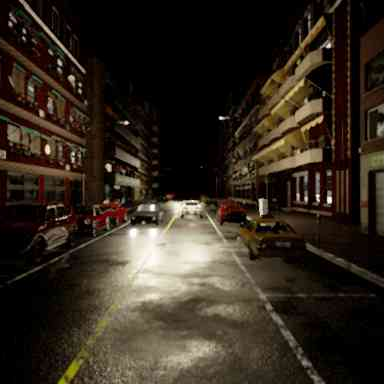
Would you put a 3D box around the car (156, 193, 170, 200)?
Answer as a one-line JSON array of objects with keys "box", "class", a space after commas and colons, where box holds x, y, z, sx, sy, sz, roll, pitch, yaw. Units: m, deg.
[{"box": [-5.746, 1.434, 62.647, 2.008, 1.369, 4.403, 0, 0, 0], "class": "car"}]

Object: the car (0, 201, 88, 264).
[{"box": [-5.698, 1.294, 11.922, 2.192, 1.841, 5.009, 0, 0, 0], "class": "car"}]

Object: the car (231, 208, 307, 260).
[{"box": [2.681, 1.503, 12.096, 1.752, 1.417, 4.829, 0, 0, 0], "class": "car"}]

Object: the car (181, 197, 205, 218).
[{"box": [-0.002, 1.486, 29.491, 1.812, 1.442, 4.674, 0, 0, 1], "class": "car"}]

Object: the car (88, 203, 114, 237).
[{"box": [-5.705, 1.409, 17.557, 1.967, 1.590, 4.097, 0, 0, 0], "class": "car"}]

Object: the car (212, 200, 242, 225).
[{"box": [2.670, 1.502, 23.198, 1.887, 1.381, 4.507, 0, 0, 0], "class": "car"}]

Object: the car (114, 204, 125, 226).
[{"box": [-5.710, 1.503, 23.195, 1.887, 1.381, 4.507, 0, 0, 0], "class": "car"}]

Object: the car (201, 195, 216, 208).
[{"box": [2.650, 1.466, 45.742, 2.008, 1.369, 4.403, 0, 0, 0], "class": "car"}]

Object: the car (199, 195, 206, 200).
[{"box": [2.614, 1.420, 85.196, 1.802, 1.307, 4.206, 0, 0, 0], "class": "car"}]

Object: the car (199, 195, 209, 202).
[{"box": [2.625, 1.426, 73.924, 1.947, 1.339, 4.313, 0, 0, 0], "class": "car"}]

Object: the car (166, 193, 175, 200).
[{"box": [-5.771, 1.142, 90.829, 2.192, 1.841, 5.009, 0, 0, 0], "class": "car"}]

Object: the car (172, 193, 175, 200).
[{"box": [-5.761, 1.394, 79.557, 1.887, 1.381, 4.507, 0, 0, 0], "class": "car"}]

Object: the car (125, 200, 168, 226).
[{"box": [-3.022, 1.526, 23.383, 2.033, 1.411, 5.357, 0, 0, 0], "class": "car"}]

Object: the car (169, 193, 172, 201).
[{"box": [-5.751, 1.422, 68.284, 2.008, 1.369, 4.403, 0, 0, 0], "class": "car"}]
